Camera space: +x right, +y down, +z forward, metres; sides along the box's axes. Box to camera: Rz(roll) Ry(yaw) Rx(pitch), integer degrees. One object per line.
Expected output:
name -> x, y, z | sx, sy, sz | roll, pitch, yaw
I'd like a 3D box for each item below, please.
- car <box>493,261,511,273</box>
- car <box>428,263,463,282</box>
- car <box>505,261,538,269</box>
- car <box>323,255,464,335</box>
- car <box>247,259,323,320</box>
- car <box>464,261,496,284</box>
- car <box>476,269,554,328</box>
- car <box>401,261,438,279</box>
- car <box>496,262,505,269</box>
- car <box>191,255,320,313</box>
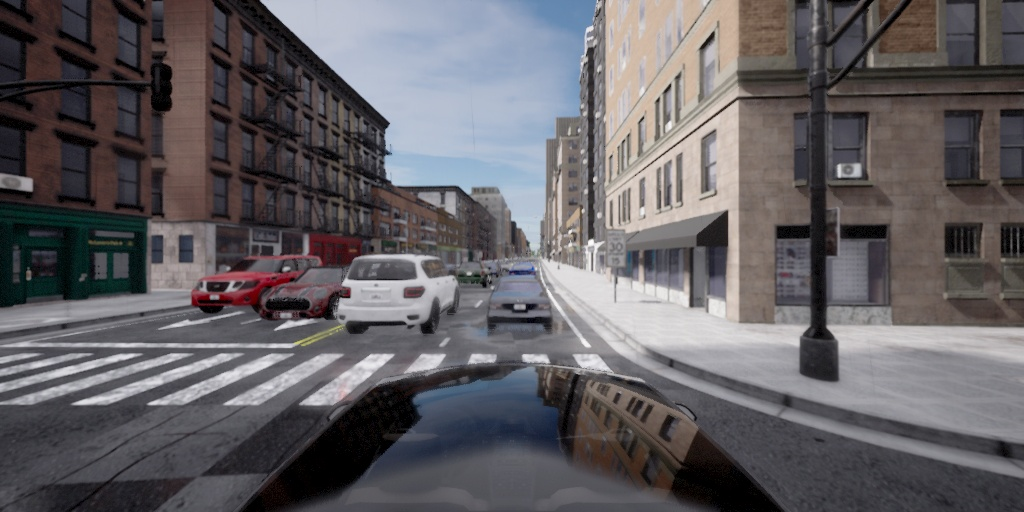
car -> -1.217, 1.362, 45.703 | 1.895, 1.301, 4.718 | 0, 0, 4
car -> -5.584, 1.328, 30.551 | 1.994, 1.385, 4.181 | 0, 0, 4
car -> 0.779, 1.242, 25.264 | 1.882, 1.535, 5.008 | 0, 0, 3
car -> -3.001, 0.982, 10.657 | 2.150, 2.045, 5.566 | 0, 0, 1
car -> -6.405, 1.113, 12.506 | 2.097, 1.767, 4.553 | 0, 0, 2
car -> -2.511, 1.116, 24.037 | 2.097, 1.767, 4.553 | 0, 0, 3
car -> 0.251, 1.308, 11.375 | 2.033, 1.411, 5.357 | 0, 0, 1
car -> -8.605, 1.241, 34.010 | 1.882, 1.535, 5.008 | 0, 0, 5
car -> -1.983, 1.310, 35.101 | 2.033, 1.411, 5.357 | 0, 0, 5
car -> -9.601, 0.984, 14.353 | 2.150, 2.045, 5.566 | 0, 0, 0
